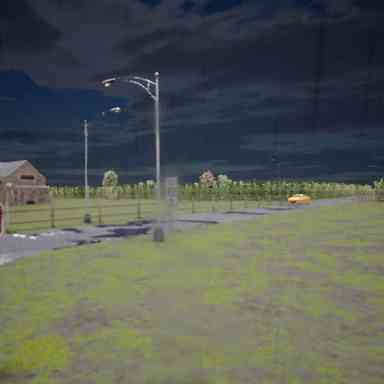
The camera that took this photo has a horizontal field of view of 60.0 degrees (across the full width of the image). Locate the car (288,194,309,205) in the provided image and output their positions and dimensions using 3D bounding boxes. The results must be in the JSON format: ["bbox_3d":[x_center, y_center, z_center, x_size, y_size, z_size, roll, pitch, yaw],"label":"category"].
[{"bbox_3d":[15.713,1.109,48.886,1.882,1.535,5.008,-1,0,37],"label":"car"}]
